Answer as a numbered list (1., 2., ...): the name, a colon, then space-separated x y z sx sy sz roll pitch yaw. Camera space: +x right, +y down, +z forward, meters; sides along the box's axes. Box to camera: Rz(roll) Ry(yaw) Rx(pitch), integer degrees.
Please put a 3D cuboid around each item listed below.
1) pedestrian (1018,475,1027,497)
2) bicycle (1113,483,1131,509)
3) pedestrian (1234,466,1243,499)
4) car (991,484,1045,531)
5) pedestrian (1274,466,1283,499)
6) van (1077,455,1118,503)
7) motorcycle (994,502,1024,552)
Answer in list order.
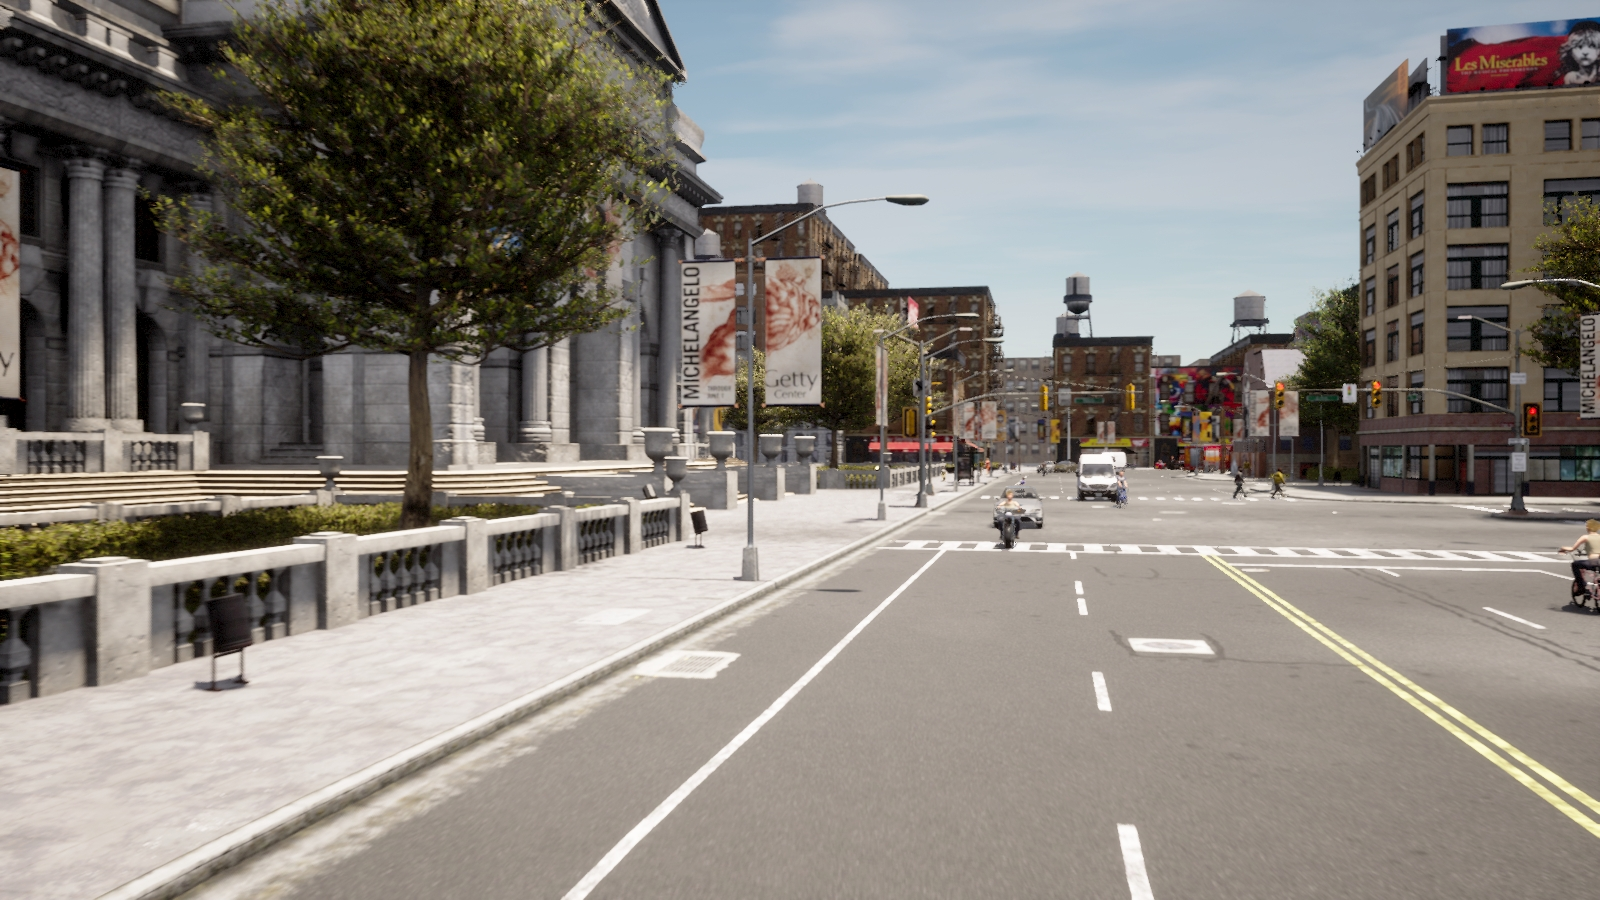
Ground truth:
1. pedestrian: 13.095 2.132 67.367 0.375 1.300 0.375 0 0 -31
2. bicycle: 15.497 2.210 55.027 0.373 1.196 1.643 1 0 0
3. pedestrian: 24.806 1.854 64.590 0.375 1.860 0.375 0 0 -2
4. car: 8.053 2.067 41.930 1.816 1.474 4.193 0 0 13
5. pedestrian: 27.031 1.855 64.551 0.375 1.860 0.375 0 0 -3
6. van: 16.622 1.539 64.059 1.988 2.561 5.915 0 0 12
7. motorcycle: 5.997 2.171 32.669 0.764 1.277 2.356 0 0 13
